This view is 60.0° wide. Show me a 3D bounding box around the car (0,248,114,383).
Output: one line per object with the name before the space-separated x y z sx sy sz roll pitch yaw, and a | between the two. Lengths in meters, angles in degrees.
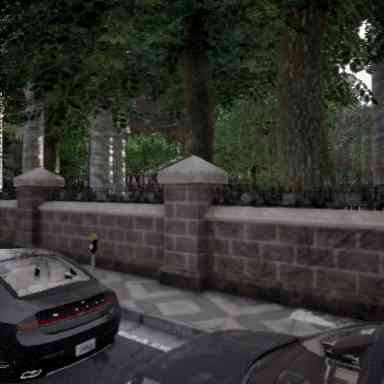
car | -3.000 1.547 5.101 4.403 1.369 2.008 0 0 35

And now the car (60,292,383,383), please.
car | 1.444 1.551 1.933 4.403 1.369 2.008 0 0 35
